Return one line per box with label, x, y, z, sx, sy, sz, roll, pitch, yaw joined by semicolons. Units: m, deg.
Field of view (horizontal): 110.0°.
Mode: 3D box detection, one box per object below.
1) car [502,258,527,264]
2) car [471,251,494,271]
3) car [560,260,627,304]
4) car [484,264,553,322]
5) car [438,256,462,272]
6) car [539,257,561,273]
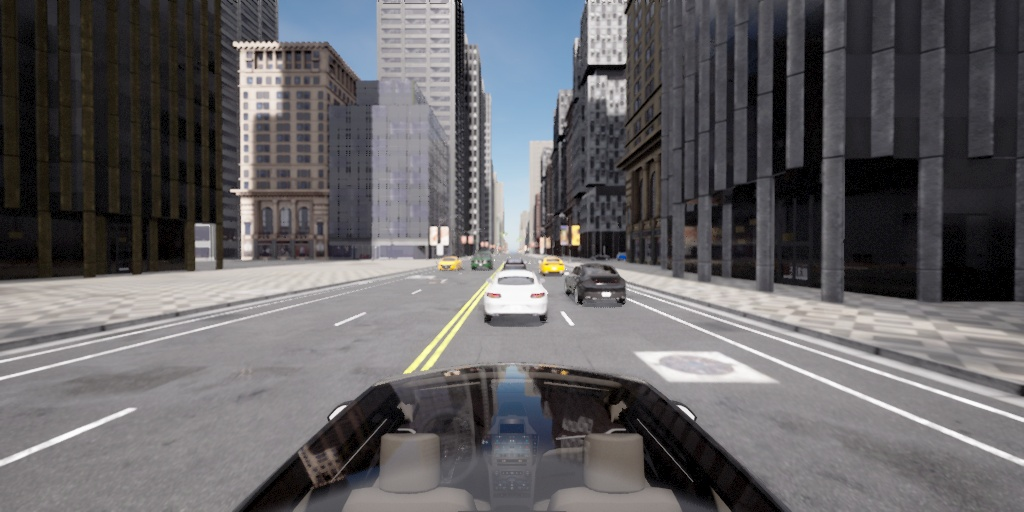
car;0.228;0.895;30.381;2.128;1.511;4.902;0;1;0
car;-3.163;0.519;39.040;2.150;2.045;5.566;0;0;0
car;3.402;1.092;15.255;1.837;1.490;4.892;0;1;0
car;0.121;1.156;11.629;1.812;1.442;4.674;0;1;1
car;-6.421;0.792;37.495;1.882;1.535;5.008;0;0;0
car;3.489;0.863;31.903;1.882;1.535;5.008;0;1;0
